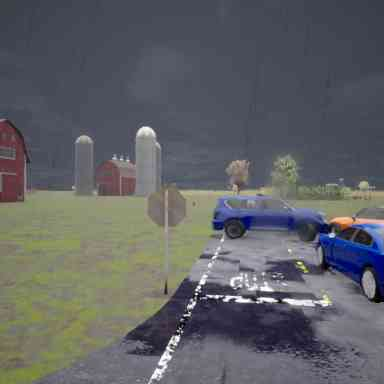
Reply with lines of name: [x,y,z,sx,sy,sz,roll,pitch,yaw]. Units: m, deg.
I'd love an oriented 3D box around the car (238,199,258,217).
car: [5.528,1.502,32.991,1.837,1.490,4.892,0,0,9]

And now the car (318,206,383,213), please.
car: [7.871,1.368,13.930,2.097,1.767,4.553,0,0,-23]

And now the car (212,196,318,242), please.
car: [3.749,1.219,16.422,5.566,2.045,2.150,0,0,15]

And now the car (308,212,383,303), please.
car: [4.626,1.480,8.162,1.882,1.535,5.008,0,0,3]

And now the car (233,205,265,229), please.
car: [3.863,1.601,22.685,1.895,1.301,4.718,0,0,9]
